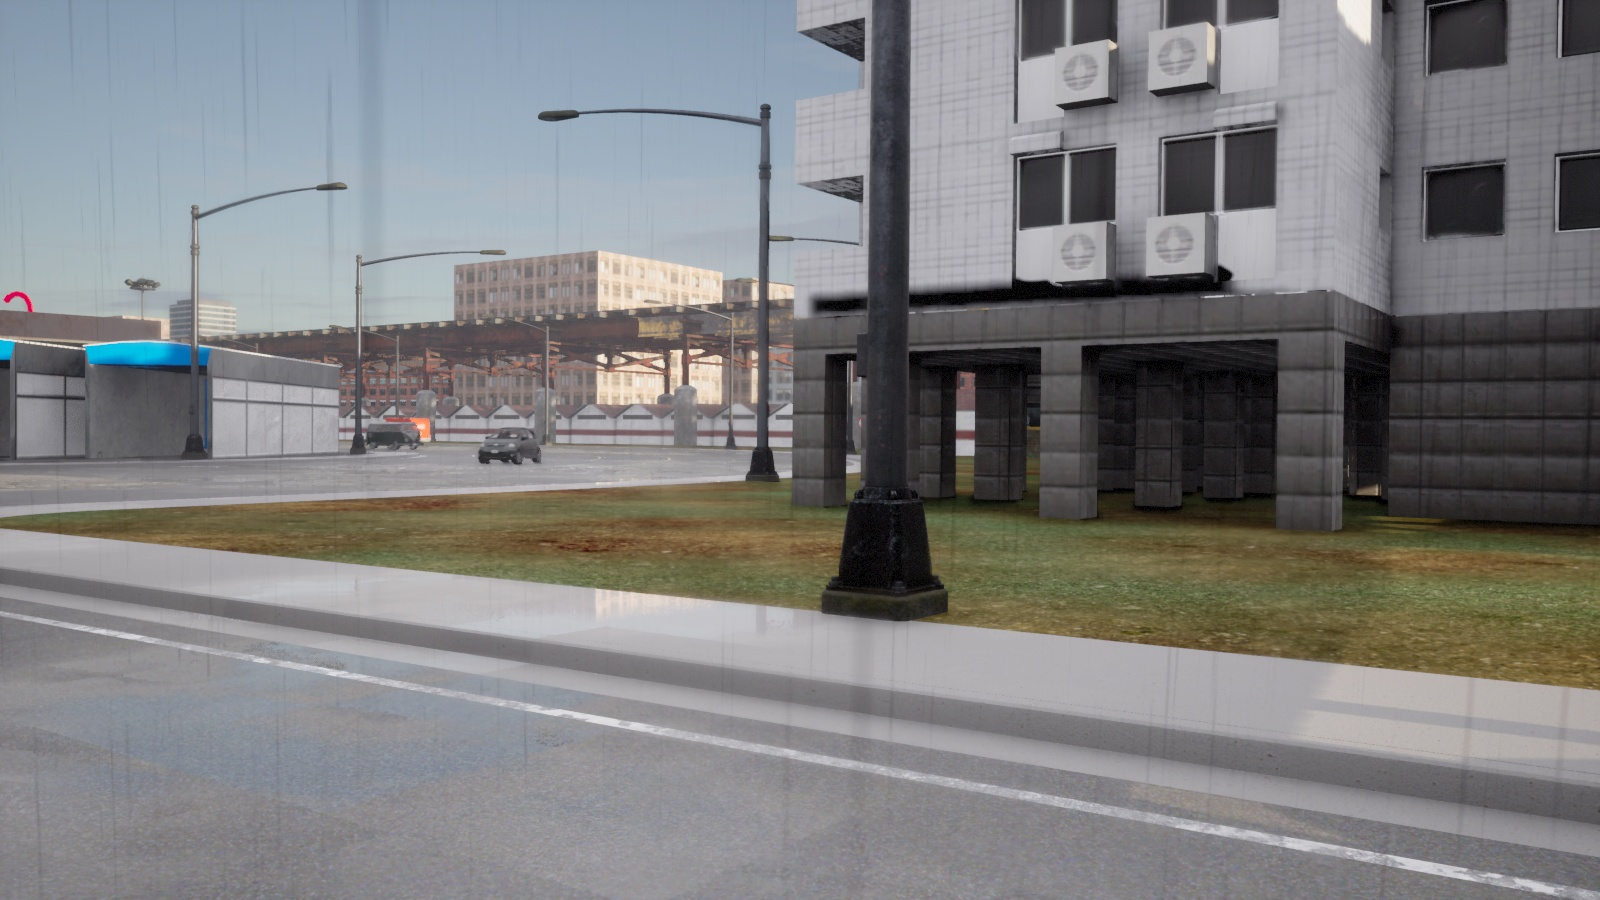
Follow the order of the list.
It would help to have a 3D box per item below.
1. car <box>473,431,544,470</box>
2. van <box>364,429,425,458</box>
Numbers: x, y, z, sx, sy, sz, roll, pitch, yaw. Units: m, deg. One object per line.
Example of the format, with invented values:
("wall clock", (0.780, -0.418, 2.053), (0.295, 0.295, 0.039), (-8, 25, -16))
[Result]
("car", (-12.773, -0.009, 55.253), (1.851, 1.617, 3.988), (0, 1, 6))
("van", (-28.508, -0.463, 88.285), (4.442, 1.987, 1.775), (0, 1, 36))
